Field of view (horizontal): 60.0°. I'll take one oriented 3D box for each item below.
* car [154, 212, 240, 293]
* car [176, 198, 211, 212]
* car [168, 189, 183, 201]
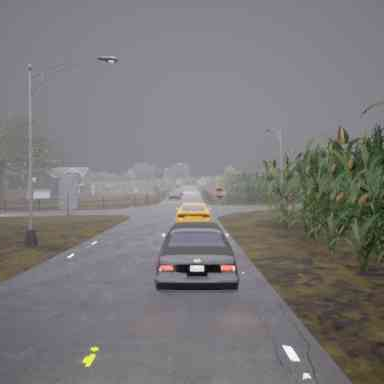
[{"bbox_3d":[0.096,1.508,8.928,2.033,1.411,5.357,0,0,0],"label":"car"},{"bbox_3d":[0.083,1.327,18.836,1.882,1.535,5.008,0,1,0],"label":"car"},{"bbox_3d":[-2.850,0.560,54.818,1.882,1.535,5.008,0,2,0],"label":"car"}]
